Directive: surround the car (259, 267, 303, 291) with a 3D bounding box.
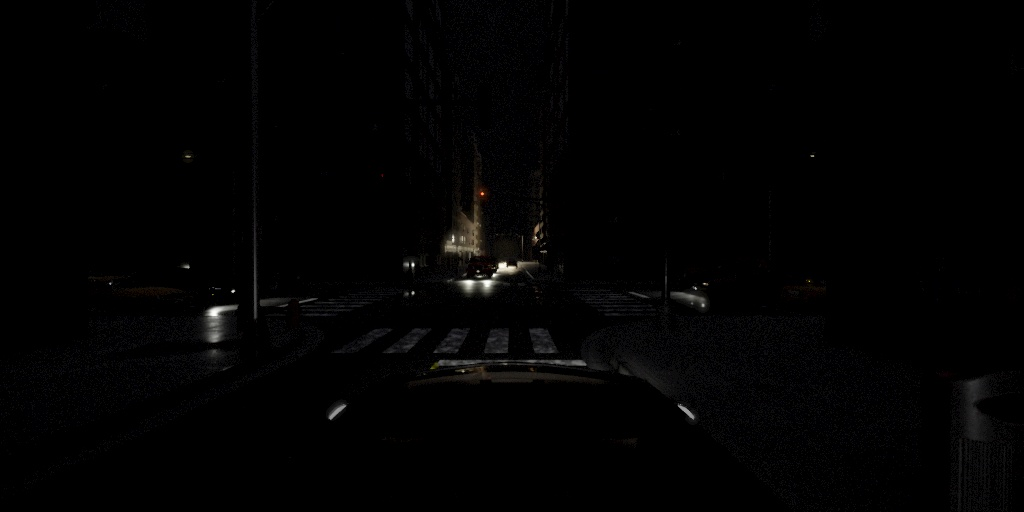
[{"bbox_3d":[-14.569,1.307,20.942,4.313,1.339,1.948,0,0,0],"label":"car"}]

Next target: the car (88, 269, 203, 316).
[{"bbox_3d":[-14.403,1.304,12.917,4.829,1.417,1.751,0,0,0],"label":"car"}]

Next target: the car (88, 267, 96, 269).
[{"bbox_3d":[-25.395,1.315,20.935,4.313,1.339,1.948,0,0,0],"label":"car"}]

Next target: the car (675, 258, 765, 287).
[{"bbox_3d":[12.314,1.031,20.958,5.009,1.841,2.192,0,0,0],"label":"car"}]

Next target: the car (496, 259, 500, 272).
[{"bbox_3d":[-2.929,0.955,43.913,2.150,2.045,5.566,0,0,0],"label":"car"}]

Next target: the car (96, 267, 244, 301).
[{"bbox_3d":[-14.410,1.271,15.465,4.892,1.490,1.837,0,0,1],"label":"car"}]

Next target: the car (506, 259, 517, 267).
[{"bbox_3d":[-0.024,1.238,64.168,1.812,1.442,4.674,0,0,0],"label":"car"}]

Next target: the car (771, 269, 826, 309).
[{"bbox_3d":[12.480,1.280,12.933,4.829,1.417,1.751,0,0,0],"label":"car"}]

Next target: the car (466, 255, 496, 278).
[{"bbox_3d":[-2.911,0.962,33.524,2.150,2.045,5.566,0,0,0],"label":"car"}]

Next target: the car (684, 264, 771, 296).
[{"bbox_3d":[12.134,1.276,18.382,5.357,1.411,2.033,0,0,3],"label":"car"}]
